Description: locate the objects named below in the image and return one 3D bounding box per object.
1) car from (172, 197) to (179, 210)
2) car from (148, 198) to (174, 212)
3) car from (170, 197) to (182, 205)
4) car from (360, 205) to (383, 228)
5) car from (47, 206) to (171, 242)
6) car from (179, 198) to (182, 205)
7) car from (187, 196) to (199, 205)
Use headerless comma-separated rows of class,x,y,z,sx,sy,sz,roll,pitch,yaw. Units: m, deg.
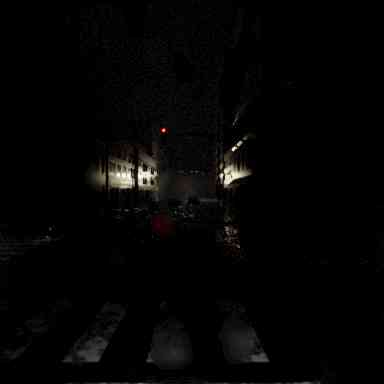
car,-3.000,1.553,39.784,2.033,1.411,5.357,0,0,1
car,-3.026,1.563,30.456,1.994,1.385,4.181,0,0,0
car,-2.867,1.632,59.699,1.895,1.301,4.718,0,0,0
car,12.124,1.119,18.442,5.009,1.841,2.192,-1,1,0
car,-3.895,1.549,15.797,5.357,1.411,2.033,0,0,0
car,-2.943,1.581,49.738,1.994,1.385,4.181,0,0,0
car,0.230,1.506,58.201,1.882,1.535,5.008,0,0,0
